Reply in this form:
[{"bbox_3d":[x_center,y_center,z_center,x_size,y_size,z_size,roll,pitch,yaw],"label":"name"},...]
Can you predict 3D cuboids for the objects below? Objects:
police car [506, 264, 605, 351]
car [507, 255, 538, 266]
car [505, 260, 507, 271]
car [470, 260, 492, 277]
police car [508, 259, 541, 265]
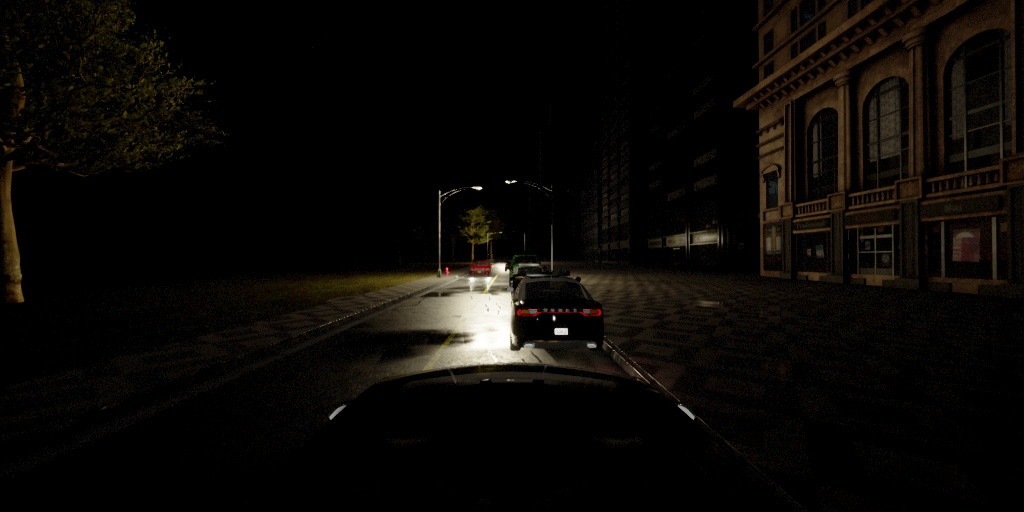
[{"bbox_3d":[0.899,1.174,9.132,1.930,1.638,5.238,0,0,0],"label":"police car"},{"bbox_3d":[0.895,0.962,25.053,2.150,2.045,5.566,0,0,0],"label":"car"},{"bbox_3d":[0.017,1.251,46.584,2.033,1.411,5.357,0,0,1],"label":"car"},{"bbox_3d":[-3.005,1.201,35.550,1.882,1.535,5.008,0,0,0],"label":"car"},{"bbox_3d":[0.898,1.169,19.133,1.930,1.638,5.238,0,0,0],"label":"police car"}]
